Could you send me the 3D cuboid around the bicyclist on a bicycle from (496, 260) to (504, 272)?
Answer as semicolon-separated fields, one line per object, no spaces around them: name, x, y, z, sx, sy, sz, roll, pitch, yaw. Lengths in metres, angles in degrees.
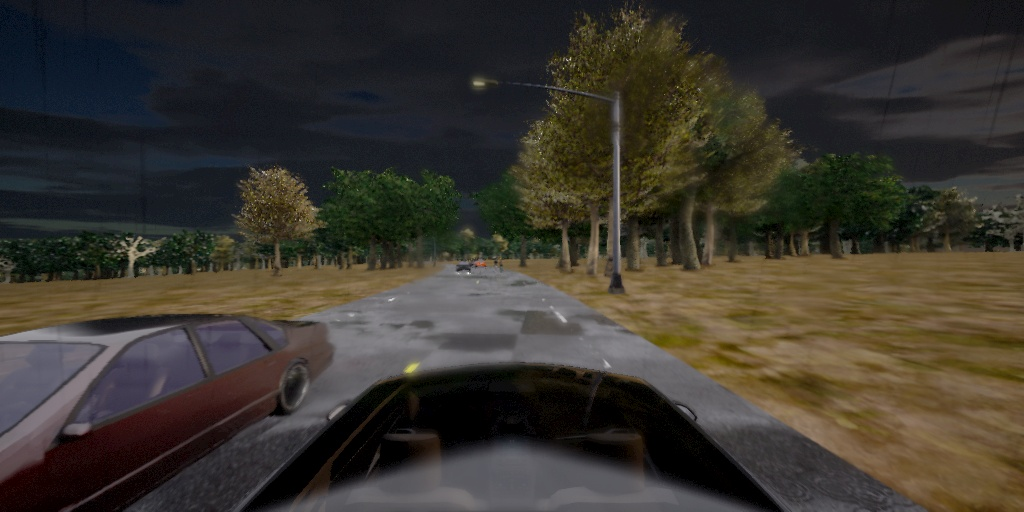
bicyclist on a bicycle;-1.252;1.278;42.809;0.582;1.620;1.656;0;-1;-6

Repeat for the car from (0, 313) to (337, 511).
car;-3.618;1.303;3.216;2.033;1.411;5.357;0;0;0

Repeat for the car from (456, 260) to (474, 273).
car;-6.224;1.387;46.513;2.033;1.411;5.357;0;0;-6

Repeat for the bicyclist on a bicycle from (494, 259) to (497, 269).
bicyclist on a bicycle;-2.311;1.238;51.892;0.659;1.776;1.843;0;0;-7
